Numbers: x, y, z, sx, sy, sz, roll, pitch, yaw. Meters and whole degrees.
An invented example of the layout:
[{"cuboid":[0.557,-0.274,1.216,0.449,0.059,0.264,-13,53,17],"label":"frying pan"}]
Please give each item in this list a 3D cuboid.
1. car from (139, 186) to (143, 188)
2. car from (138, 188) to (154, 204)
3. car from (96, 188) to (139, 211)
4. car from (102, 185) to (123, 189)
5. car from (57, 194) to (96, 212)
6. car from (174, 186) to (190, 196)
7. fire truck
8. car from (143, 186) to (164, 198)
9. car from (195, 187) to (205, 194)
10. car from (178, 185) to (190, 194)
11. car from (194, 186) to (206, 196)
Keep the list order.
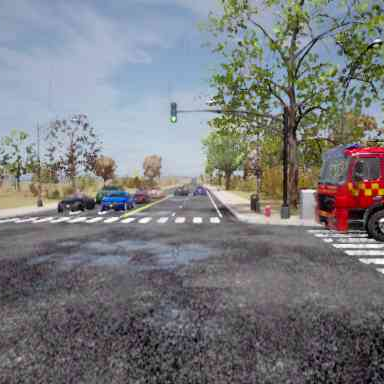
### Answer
[{"cuboid":[-8.406,-0.204,57.556,2.097,1.767,4.553,0,2,2],"label":"car"},{"cuboid":[-5.828,0.557,37.003,1.994,1.385,4.181,0,2,3],"label":"car"},{"cuboid":[-6.117,0.716,27.977,1.882,1.535,5.008,0,2,2],"label":"car"},{"cuboid":[-9.074,0.215,37.492,2.150,2.045,5.566,0,2,2],"label":"car"},{"cuboid":[-9.387,0.840,27.324,1.994,1.385,4.181,0,2,2],"label":"car"},{"cuboid":[-1.884,-0.220,56.769,2.097,1.767,4.553,0,2,2],"label":"car"},{"cuboid":[9.424,-0.194,12.811,8.468,3.827,2.891,0,2,4],"label":"fire truck"},{"cuboid":[-5.433,-0.003,49.608,2.097,1.767,4.553,0,2,2],"label":"car"},{"cuboid":[1.677,-0.307,66.731,1.994,1.385,4.181,0,2,2],"label":"car"},{"cuboid":[-1.573,-0.501,66.796,2.097,1.767,4.553,0,2,2],"label":"car"},{"cuboid":[1.363,-0.236,56.634,2.097,1.767,4.553,0,2,2],"label":"car"}]
